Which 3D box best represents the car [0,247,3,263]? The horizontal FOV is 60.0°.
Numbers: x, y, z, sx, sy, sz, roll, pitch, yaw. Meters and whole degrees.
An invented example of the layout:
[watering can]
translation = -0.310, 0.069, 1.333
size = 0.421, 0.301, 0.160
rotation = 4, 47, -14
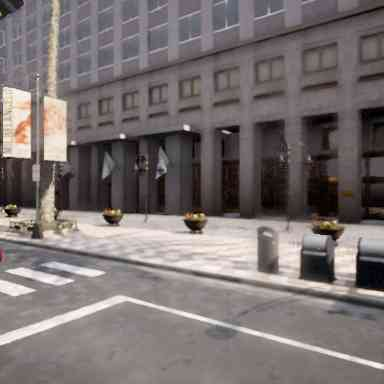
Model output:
[car]
translation = -7.265, 1.599, 9.169
size = 4.718, 1.301, 1.895
rotation = 0, 0, 36
